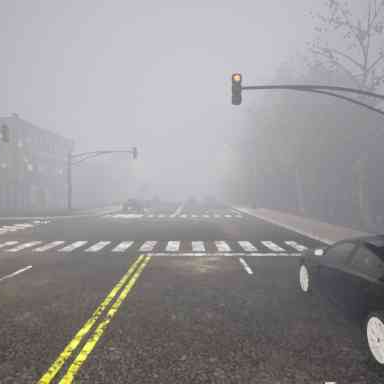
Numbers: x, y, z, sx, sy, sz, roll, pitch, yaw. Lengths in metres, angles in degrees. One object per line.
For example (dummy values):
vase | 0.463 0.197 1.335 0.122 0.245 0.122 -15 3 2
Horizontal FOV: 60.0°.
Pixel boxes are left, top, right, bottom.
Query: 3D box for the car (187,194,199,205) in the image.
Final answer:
car | 0.129 1.528 57.037 2.033 1.411 5.357 0 0 0

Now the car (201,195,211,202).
car | 3.291 1.494 79.192 2.128 1.511 4.902 0 0 0

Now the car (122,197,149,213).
car | -6.571 1.481 37.630 2.128 1.511 4.902 0 0 0

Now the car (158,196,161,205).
car | -6.547 1.458 58.321 1.882 1.535 5.008 0 0 0

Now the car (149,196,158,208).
car | -6.562 1.476 48.036 2.128 1.511 4.902 0 0 0

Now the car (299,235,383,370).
car | 3.345 1.477 5.677 1.882 1.535 5.008 0 0 1

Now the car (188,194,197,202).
car | 0.043 1.324 79.136 2.097 1.767 4.553 0 0 0

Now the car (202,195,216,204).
car | 3.383 1.483 61.897 1.837 1.490 4.892 0 0 0
